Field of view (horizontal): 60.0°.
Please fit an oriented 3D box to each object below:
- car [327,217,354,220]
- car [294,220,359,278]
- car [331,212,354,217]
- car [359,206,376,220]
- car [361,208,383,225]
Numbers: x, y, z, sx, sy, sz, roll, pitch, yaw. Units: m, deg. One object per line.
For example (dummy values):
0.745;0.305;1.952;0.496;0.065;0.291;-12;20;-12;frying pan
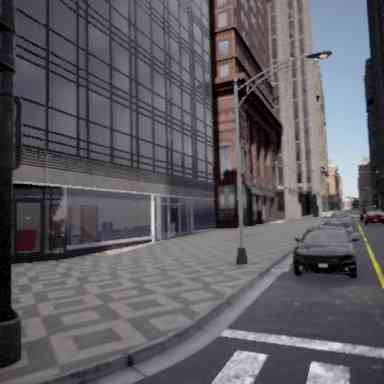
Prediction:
8.970;2.457;20.610;1.895;1.301;4.718;-4;-4;25;car
4.943;2.003;12.160;1.882;1.535;5.008;-4;-4;25;car
13.371;2.576;29.873;2.097;1.767;4.553;-4;-4;25;car
24.594;2.980;46.289;2.150;2.045;5.566;-4;-4;25;car
20.262;2.861;37.049;1.882;1.535;5.008;-4;-4;25;car
